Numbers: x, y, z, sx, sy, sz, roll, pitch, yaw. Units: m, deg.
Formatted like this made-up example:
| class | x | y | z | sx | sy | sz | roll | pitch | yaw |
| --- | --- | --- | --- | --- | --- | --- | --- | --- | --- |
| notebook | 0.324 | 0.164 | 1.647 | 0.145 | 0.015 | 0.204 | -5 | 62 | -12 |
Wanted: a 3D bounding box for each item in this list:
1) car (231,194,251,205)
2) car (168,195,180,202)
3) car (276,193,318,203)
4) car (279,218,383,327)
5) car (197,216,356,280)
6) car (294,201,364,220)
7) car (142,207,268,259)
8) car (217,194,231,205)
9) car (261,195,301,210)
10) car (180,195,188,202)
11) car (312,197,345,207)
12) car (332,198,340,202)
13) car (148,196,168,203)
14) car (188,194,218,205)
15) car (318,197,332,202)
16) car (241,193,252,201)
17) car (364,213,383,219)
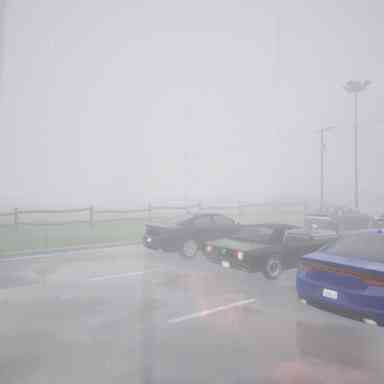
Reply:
| class | x | y | z | sx | sy | sz | roll | pitch | yaw |
| --- | --- | --- | --- | --- | --- | --- | --- | --- | --- |
| car | 7.561 | 1.547 | 60.209 | 2.033 | 1.411 | 5.357 | 0 | 0 | -36 |
| car | -5.150 | 1.492 | 71.785 | 1.895 | 1.301 | 4.718 | 0 | 0 | -36 |
| car | 13.816 | 1.222 | 45.708 | 2.150 | 2.045 | 5.566 | 0 | 0 | -36 |
| car | 4.223 | 1.478 | 6.767 | 5.008 | 1.535 | 1.882 | 0 | 0 | -36 |
| car | 2.696 | 1.601 | 9.980 | 4.718 | 1.301 | 1.895 | 0 | 0 | -35 |
| car | 8.153 | 1.491 | 18.205 | 4.902 | 1.511 | 2.128 | 0 | 0 | -36 |
| car | 0.560 | 1.478 | 12.755 | 5.008 | 1.535 | 1.882 | 0 | 0 | -36 |
| car | 4.178 | 1.503 | 58.901 | 1.837 | 1.490 | 4.892 | 0 | 0 | -36 |
| car | 11.202 | 1.491 | 43.366 | 2.128 | 1.511 | 4.902 | 0 | 0 | -36 |
| car | -1.778 | 1.452 | 73.104 | 2.128 | 1.511 | 4.902 | 0 | 0 | -36 |
| car | 21.623 | 1.525 | 52.866 | 1.812 | 1.442 | 4.674 | 0 | 0 | -37 |
| car | 19.577 | 1.491 | 49.702 | 2.128 | 1.511 | 4.902 | 0 | 0 | -36 |
| car | -7.444 | 1.503 | 68.995 | 1.812 | 1.442 | 4.674 | 0 | 0 | -36 |
| car | 1.779 | 1.525 | 56.245 | 1.812 | 1.442 | 4.674 | 0 | 0 | -36 |
| car | 16.571 | 1.222 | 47.876 | 2.150 | 2.045 | 5.566 | 0 | 0 | -36 |
| car | 9.955 | 1.222 | 68.931 | 2.150 | 2.045 | 5.566 | 0 | 0 | -36 |
| car | 10.199 | 1.505 | 15.364 | 4.892 | 1.490 | 1.837 | 0 | 0 | -36 |
